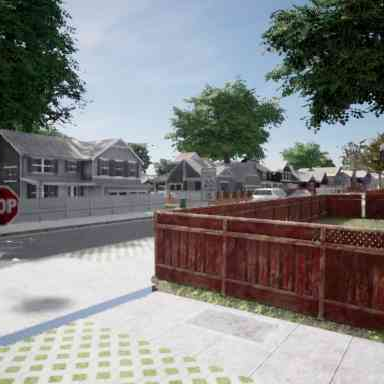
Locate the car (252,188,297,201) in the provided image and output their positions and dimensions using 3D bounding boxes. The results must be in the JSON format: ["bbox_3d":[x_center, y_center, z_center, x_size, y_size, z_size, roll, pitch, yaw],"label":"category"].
[{"bbox_3d":[7.359,0.689,30.347,2.150,2.045,5.566,0,1,35],"label":"car"}]

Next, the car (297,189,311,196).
[{"bbox_3d":[15.044,0.494,46.141,2.097,1.767,4.553,0,1,35],"label":"car"}]
